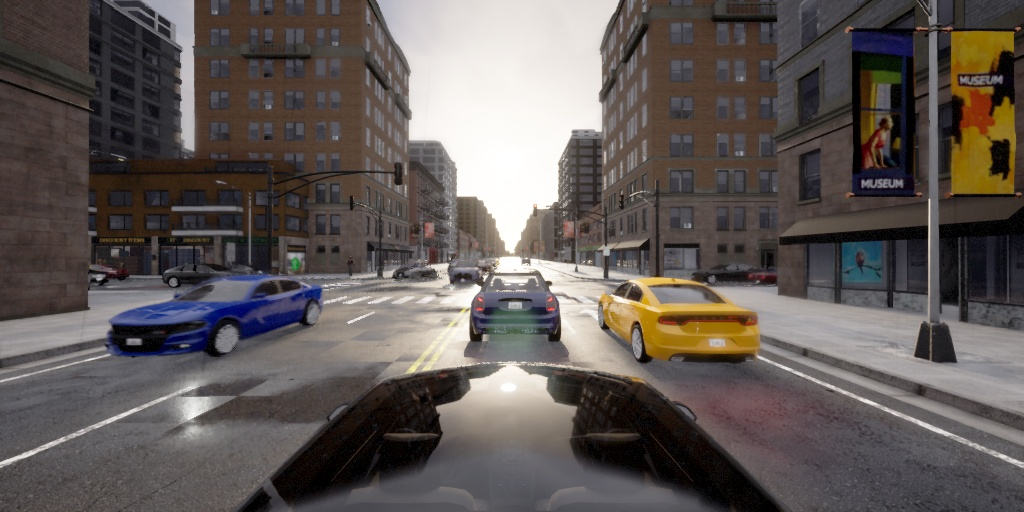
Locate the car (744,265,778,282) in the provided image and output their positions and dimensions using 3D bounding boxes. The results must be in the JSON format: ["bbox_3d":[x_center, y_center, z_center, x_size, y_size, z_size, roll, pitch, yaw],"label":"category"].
[{"bbox_3d":[18.229,1.383,23.355,4.718,1.301,1.895,0,0,0],"label":"car"}]

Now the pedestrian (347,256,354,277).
[{"bbox_3d":[-14.189,0.920,31.491,0.375,1.860,0.375,0,0,0],"label":"pedestrian"}]

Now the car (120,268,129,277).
[{"bbox_3d":[-33.189,1.344,28.681,4.207,1.307,1.802,0,0,0],"label":"car"}]

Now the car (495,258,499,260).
[{"bbox_3d":[-3.424,1.250,57.597,1.837,1.490,4.892,0,0,0],"label":"car"}]

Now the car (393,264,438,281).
[{"bbox_3d":[-8.018,1.328,30.042,1.994,1.385,4.181,0,0,22],"label":"car"}]

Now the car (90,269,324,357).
[{"bbox_3d":[-6.611,1.228,8.768,1.882,1.535,5.008,0,0,0],"label":"car"}]

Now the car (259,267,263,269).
[{"bbox_3d":[-22.167,1.330,28.642,4.313,1.339,1.948,0,0,0],"label":"car"}]

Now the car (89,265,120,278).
[{"bbox_3d":[-29.105,1.233,23.182,4.902,1.511,2.128,0,0,0],"label":"car"}]

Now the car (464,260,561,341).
[{"bbox_3d":[0.077,1.102,9.977,2.097,1.767,4.553,0,0,0],"label":"car"}]

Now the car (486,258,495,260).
[{"bbox_3d":[-3.412,1.101,41.582,2.097,1.767,4.553,0,0,0],"label":"car"}]

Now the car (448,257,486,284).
[{"bbox_3d":[-3.392,1.110,27.008,2.097,1.767,4.553,0,0,0],"label":"car"}]

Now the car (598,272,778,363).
[{"bbox_3d":[3.315,1.228,8.175,1.882,1.535,5.008,0,0,1],"label":"car"}]

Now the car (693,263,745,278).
[{"bbox_3d":[15.844,1.267,26.327,5.008,1.535,1.882,0,0,1],"label":"car"}]

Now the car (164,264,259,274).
[{"bbox_3d":[-19.617,1.249,23.148,4.892,1.490,1.837,0,0,0],"label":"car"}]

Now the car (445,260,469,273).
[{"bbox_3d":[-6.668,1.240,44.134,2.128,1.511,4.902,0,0,0],"label":"car"}]
